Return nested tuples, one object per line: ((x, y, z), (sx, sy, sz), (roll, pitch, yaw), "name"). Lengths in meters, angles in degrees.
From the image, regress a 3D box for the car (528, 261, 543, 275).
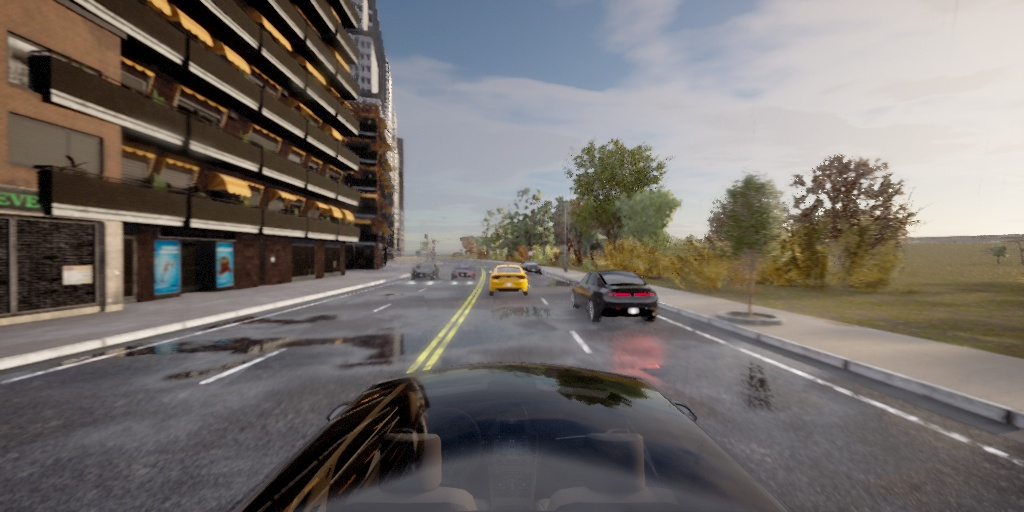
((2.011, 1.237, 37.903), (1.812, 1.442, 4.674), (0, 0, -4), "car")

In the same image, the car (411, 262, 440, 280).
((-7.370, 1.297, 30.967), (1.837, 1.490, 4.892), (0, 0, -3), "car")

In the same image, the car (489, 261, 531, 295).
((-0.232, 1.215, 19.626), (1.882, 1.535, 5.008), (0, 0, -2), "car")

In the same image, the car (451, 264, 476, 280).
((-4.126, 1.347, 31.161), (1.994, 1.385, 4.181), (0, 0, -3), "car")

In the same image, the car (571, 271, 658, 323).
((3.226, 1.237, 12.082), (1.837, 1.490, 4.892), (0, 0, -1), "car")
